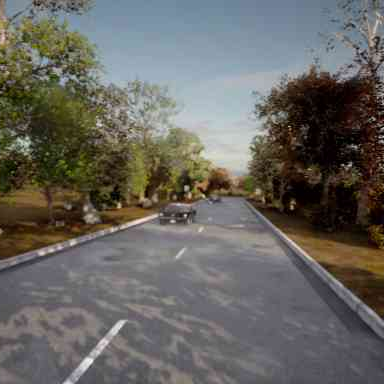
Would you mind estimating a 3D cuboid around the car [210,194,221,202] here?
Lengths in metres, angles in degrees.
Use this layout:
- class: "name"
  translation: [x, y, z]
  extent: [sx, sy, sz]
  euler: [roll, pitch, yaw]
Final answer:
- class: "car"
  translation: [4.410, 1.132, 62.753]
  extent: [2.128, 1.511, 4.902]
  euler: [2, 1, 8]

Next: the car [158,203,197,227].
- class: "car"
  translation: [-0.850, 1.421, 21.732]
  extent: [1.895, 1.301, 4.718]
  euler: [2, 0, 7]
